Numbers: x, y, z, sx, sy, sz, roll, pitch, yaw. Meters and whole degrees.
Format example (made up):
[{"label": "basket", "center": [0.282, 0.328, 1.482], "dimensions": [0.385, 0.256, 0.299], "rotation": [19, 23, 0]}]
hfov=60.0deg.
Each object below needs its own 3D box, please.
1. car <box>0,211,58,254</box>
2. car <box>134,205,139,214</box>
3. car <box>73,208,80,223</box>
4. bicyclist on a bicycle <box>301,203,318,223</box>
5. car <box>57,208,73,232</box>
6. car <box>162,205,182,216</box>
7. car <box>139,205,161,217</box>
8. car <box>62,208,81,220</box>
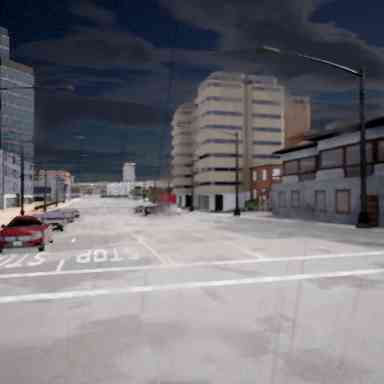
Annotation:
[{"label": "car", "center": [-7.490, 1.824, 15.262], "dimensions": [1.812, 1.442, 4.674], "rotation": [0, -1, -16]}, {"label": "car", "center": [-9.085, 3.049, 58.453], "dimensions": [2.033, 1.411, 5.357], "rotation": [0, -1, -16]}, {"label": "car", "center": [-12.958, 2.393, 33.974], "dimensions": [2.128, 1.511, 4.902], "rotation": [0, -2, -16]}, {"label": "bicyclist on a bicycle", "center": [9.745, 1.719, 27.488], "dimensions": [1.656, 1.620, 0.582], "rotation": [0, -1, -16]}, {"label": "car", "center": [-10.209, 2.115, 24.537], "dimensions": [2.033, 1.411, 5.357], "rotation": [0, -2, -17]}, {"label": "car", "center": [-2.785, 2.787, 49.570], "dimensions": [1.812, 1.442, 4.674], "rotation": [0, -2, -16]}, {"label": "car", "center": [-6.176, 2.780, 48.686], "dimensions": [1.837, 1.490, 4.892], "rotation": [0, -2, -15]}, {"label": "car", "center": [-15.749, 2.808, 43.633], "dimensions": [1.994, 1.385, 4.181], "rotation": [0, -2, -16]}]
